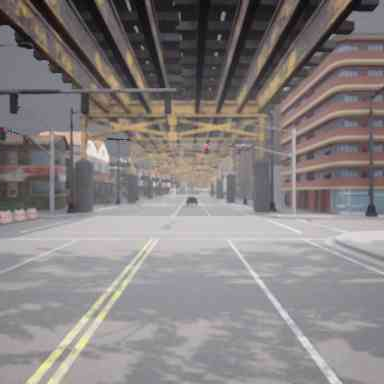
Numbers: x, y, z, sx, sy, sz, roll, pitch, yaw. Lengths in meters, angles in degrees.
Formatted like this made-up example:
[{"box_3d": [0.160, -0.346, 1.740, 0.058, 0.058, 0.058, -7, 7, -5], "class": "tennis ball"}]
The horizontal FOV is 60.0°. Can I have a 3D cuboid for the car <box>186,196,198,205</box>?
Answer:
[{"box_3d": [-0.031, 1.479, 56.404, 1.837, 1.490, 4.892, 0, 0, 0], "class": "car"}]

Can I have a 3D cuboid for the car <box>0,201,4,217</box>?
[{"box_3d": [-16.824, 1.288, 24.903, 4.536, 1.218, 1.853, 0, 0, -20], "class": "car"}]

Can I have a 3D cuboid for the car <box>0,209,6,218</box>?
[{"box_3d": [-16.775, 1.446, 24.921, 4.974, 1.542, 2.038, 0, 0, -20], "class": "car"}]
